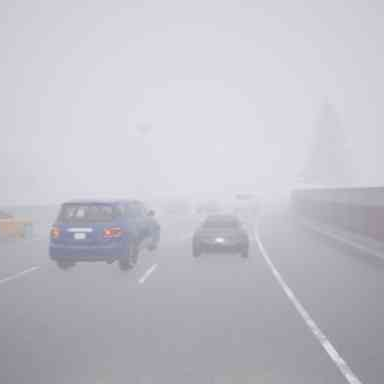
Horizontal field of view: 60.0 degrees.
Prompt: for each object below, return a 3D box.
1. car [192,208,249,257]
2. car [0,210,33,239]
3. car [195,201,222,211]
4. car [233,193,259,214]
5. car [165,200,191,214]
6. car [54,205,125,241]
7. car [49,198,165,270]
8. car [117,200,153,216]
[{"bbox_3d":[1.147,1.544,12.886,1.994,1.385,4.181,0,0,7],"label":"car"},{"bbox_3d":[-9.185,1.499,14.855,1.882,1.535,5.008,0,0,7],"label":"car"},{"bbox_3d":[1.787,1.553,33.727,1.895,1.301,4.718,0,0,16],"label":"car"},{"bbox_3d":[5.608,1.157,34.366,2.150,2.045,5.566,0,0,16],"label":"car"},{"bbox_3d":[-1.524,1.529,34.729,1.994,1.385,4.181,0,0,16],"label":"car"},{"bbox_3d":[-5.237,1.527,17.765,1.812,1.442,4.674,0,0,9],"label":"car"},{"bbox_3d":[-2.600,1.219,11.203,2.150,2.045,5.566,0,0,6],"label":"car"},{"bbox_3d":[-5.593,1.549,33.157,1.994,1.385,4.181,0,0,15],"label":"car"}]
